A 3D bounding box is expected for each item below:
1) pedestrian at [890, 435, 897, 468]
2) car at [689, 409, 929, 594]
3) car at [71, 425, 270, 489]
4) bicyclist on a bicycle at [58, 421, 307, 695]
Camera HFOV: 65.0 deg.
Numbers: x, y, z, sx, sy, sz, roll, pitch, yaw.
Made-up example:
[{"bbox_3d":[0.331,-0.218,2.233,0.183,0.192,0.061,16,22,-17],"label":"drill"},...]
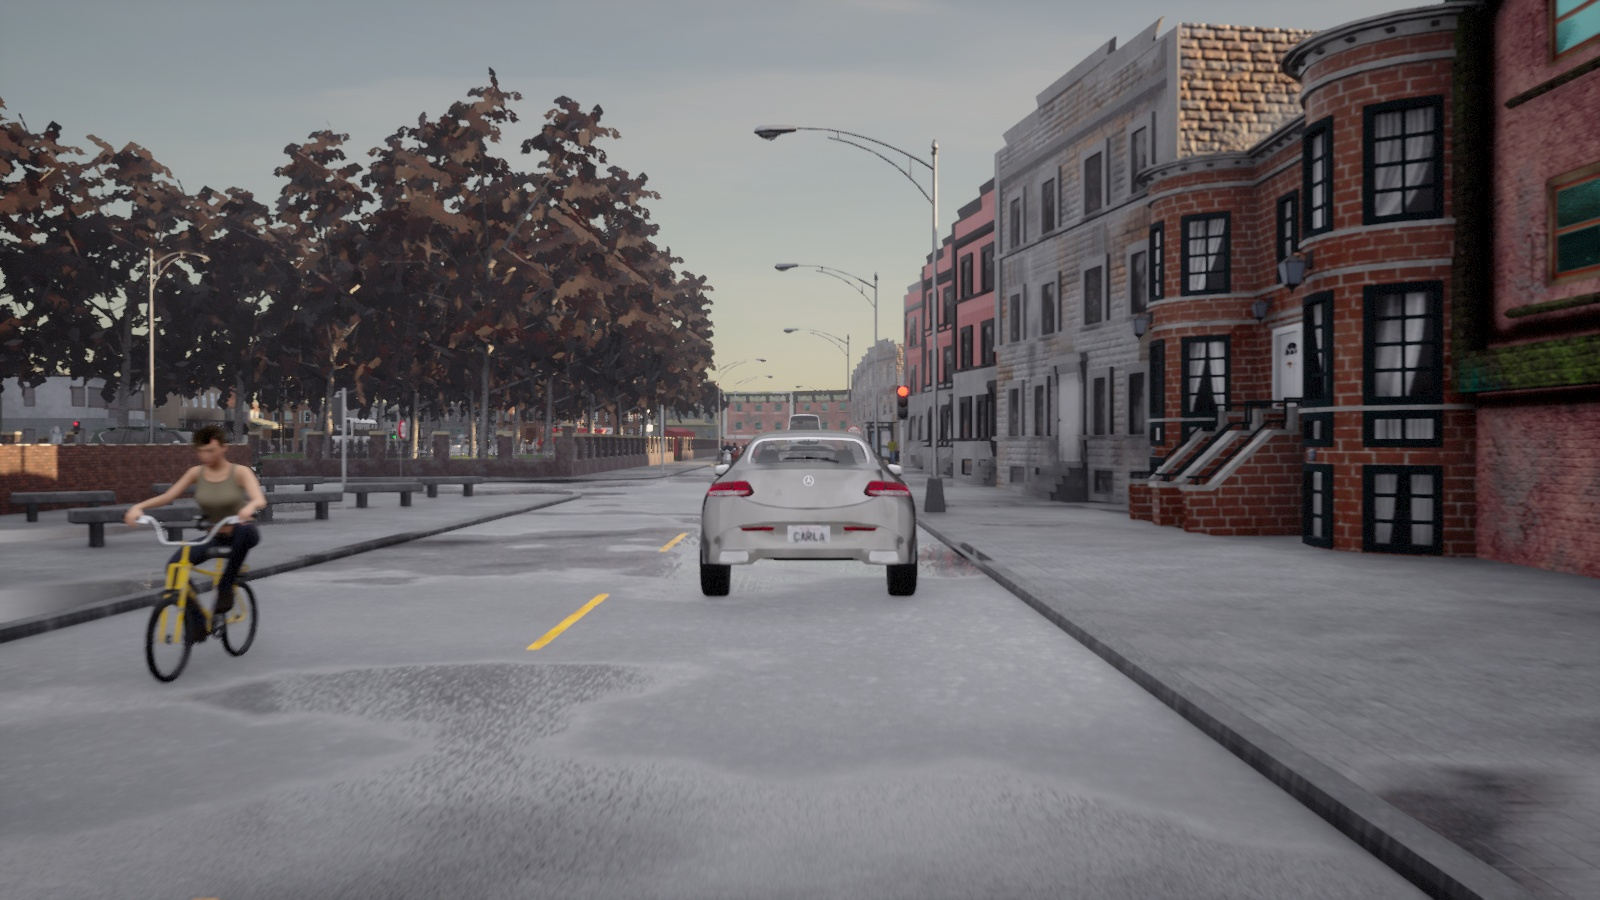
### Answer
[{"bbox_3d":[5.272,0.062,70.749,0.354,1.836,0.706,0,0,3],"label":"pedestrian"},{"bbox_3d":[0.093,0.448,13.777,2.152,1.651,5.027,0,0,0],"label":"car"},{"bbox_3d":[-20.761,0.215,41.571,5.566,2.045,2.150,0,0,4],"label":"car"},{"bbox_3d":[-3.938,0.634,8.161,0.866,1.612,1.509,0,0,0],"label":"bicyclist on a bicycle"}]
